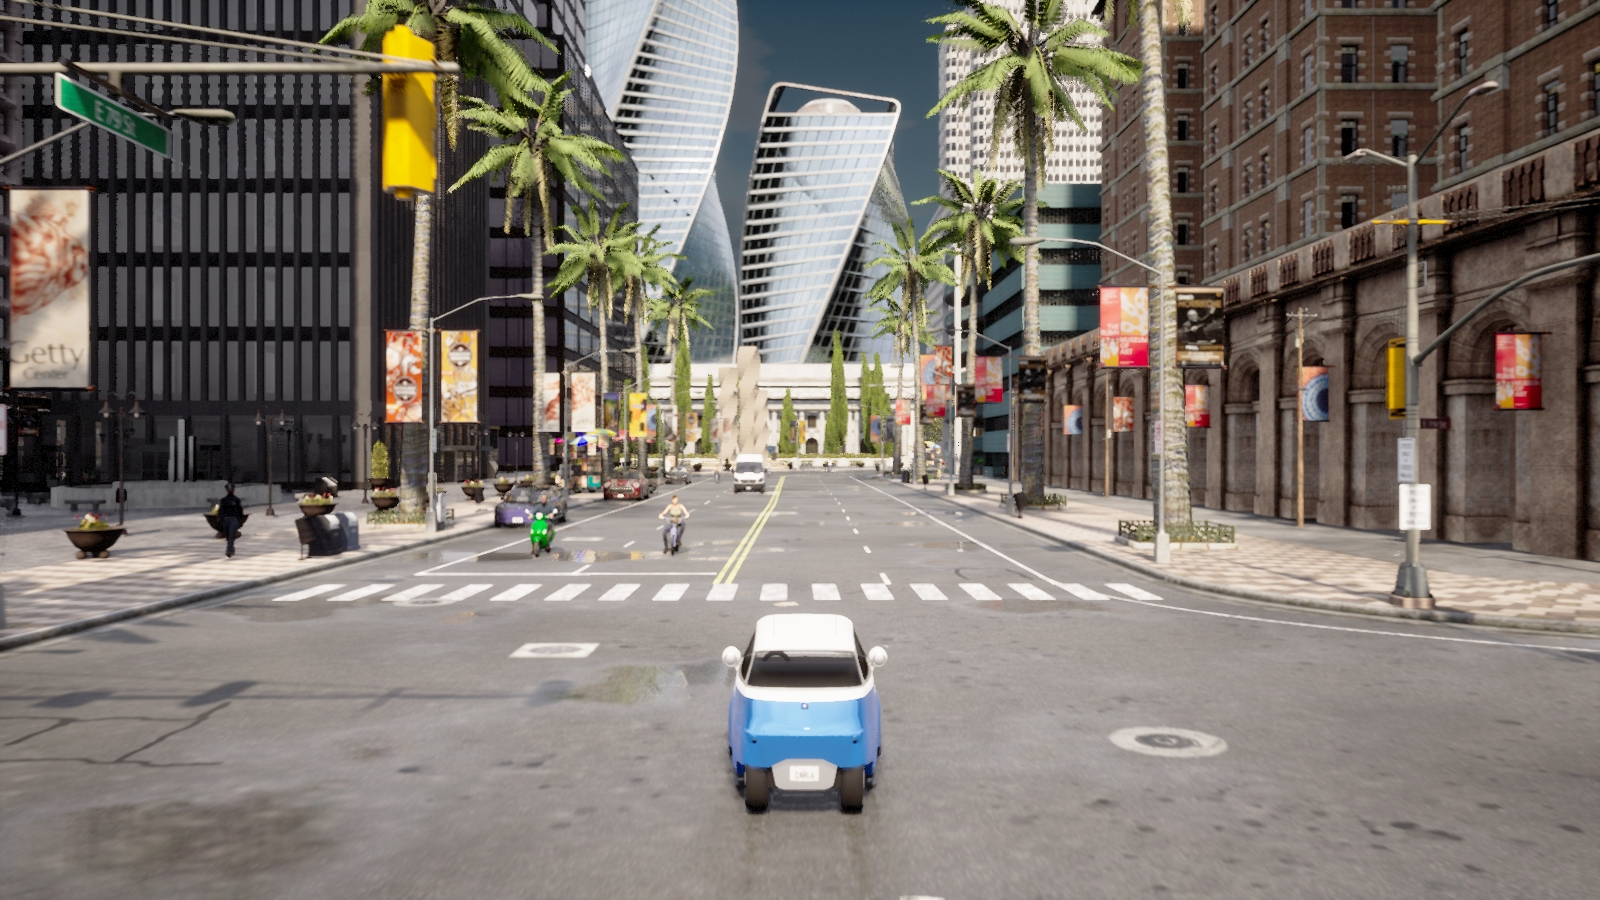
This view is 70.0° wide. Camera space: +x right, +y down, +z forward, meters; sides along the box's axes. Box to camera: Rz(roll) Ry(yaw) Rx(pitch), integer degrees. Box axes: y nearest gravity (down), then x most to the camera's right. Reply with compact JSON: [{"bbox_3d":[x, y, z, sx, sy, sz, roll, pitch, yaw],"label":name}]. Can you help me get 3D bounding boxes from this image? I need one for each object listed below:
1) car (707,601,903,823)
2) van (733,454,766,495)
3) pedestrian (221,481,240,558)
[{"bbox_3d":[0.039,2.122,9.733,1.481,1.376,2.207,0,0,0],"label":"car"},{"bbox_3d":[-3.265,1.544,75.038,1.988,2.561,5.915,0,0,0],"label":"van"},{"bbox_3d":[-13.983,1.699,28.072,0.375,1.860,0.375,0,0,-18],"label":"pedestrian"}]
